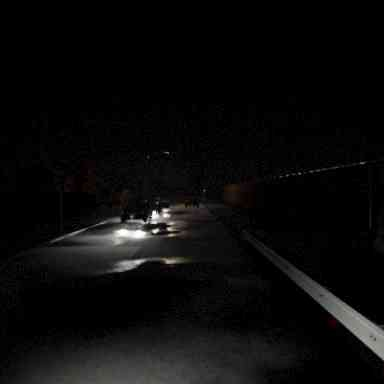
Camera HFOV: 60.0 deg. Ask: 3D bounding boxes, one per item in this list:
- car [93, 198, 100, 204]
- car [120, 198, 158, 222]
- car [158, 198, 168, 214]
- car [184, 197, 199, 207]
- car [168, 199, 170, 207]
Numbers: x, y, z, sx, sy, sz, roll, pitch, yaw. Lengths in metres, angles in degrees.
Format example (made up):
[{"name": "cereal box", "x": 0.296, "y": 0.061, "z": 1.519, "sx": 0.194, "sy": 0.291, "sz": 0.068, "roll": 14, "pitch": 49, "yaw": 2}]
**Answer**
[{"name": "car", "x": -14.554, "y": 1.030, "z": 45.813, "sx": 3.633, "sy": 1.501, "sz": 1.845, "roll": 0, "pitch": 0, "yaw": -3}, {"name": "car", "x": -4.091, "y": 1.413, "z": 25.112, "sx": 2.128, "sy": 1.511, "sz": 4.902, "roll": 0, "pitch": 0, "yaw": 0}, {"name": "car", "x": -4.067, "y": 1.383, "z": 34.592, "sx": 2.128, "sy": 1.511, "sz": 4.902, "roll": 0, "pitch": 0, "yaw": 0}, {"name": "car", "x": 0.015, "y": 1.380, "z": 46.484, "sx": 1.812, "sy": 1.442, "sz": 4.674, "roll": 0, "pitch": 0, "yaw": 0}, {"name": "car", "x": -3.993, "y": 1.461, "z": 44.644, "sx": 1.895, "sy": 1.301, "sz": 4.718, "roll": 0, "pitch": 0, "yaw": 0}]
